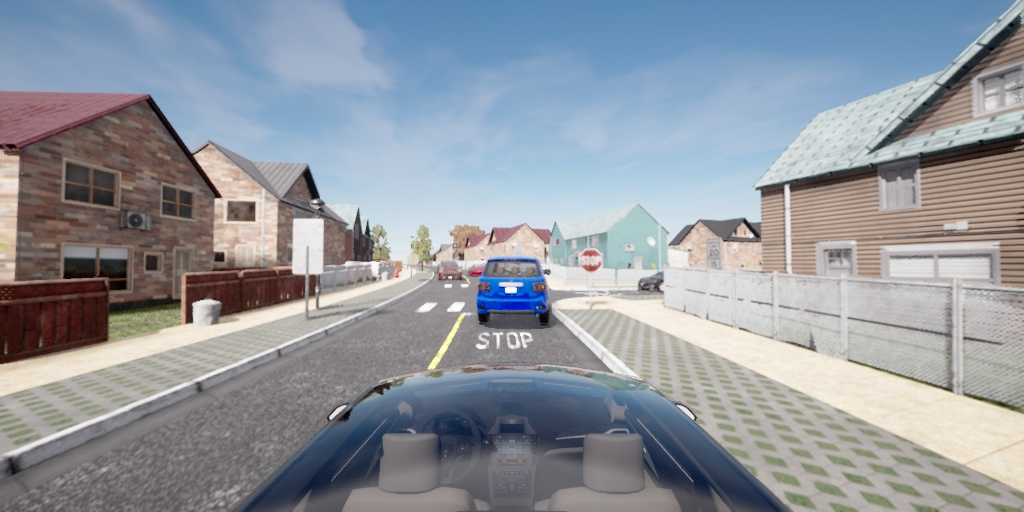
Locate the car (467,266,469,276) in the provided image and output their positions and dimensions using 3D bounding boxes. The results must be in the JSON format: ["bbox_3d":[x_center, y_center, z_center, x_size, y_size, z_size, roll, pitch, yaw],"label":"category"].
[{"bbox_3d":[-3.863,1.584,39.699,1.994,1.385,4.181,0,-1,-12],"label":"car"}]

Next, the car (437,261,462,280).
[{"bbox_3d":[-5.778,1.314,33.490,2.097,1.767,4.553,0,0,-10],"label":"car"}]

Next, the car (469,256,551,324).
[{"bbox_3d":[0.162,1.042,12.471,2.150,2.045,5.566,0,0,4],"label":"car"}]

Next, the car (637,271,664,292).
[{"bbox_3d":[11.085,1.715,25.011,4.892,1.490,1.837,1,-2,-19],"label":"car"}]
